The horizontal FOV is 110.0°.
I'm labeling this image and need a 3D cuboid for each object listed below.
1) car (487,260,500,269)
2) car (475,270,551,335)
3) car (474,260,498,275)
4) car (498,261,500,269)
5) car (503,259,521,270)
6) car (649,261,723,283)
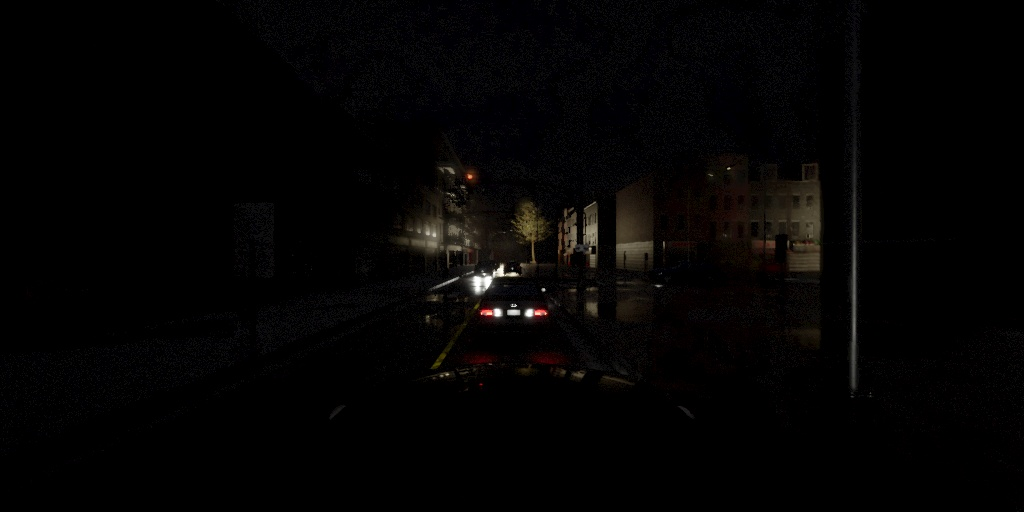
[{"bbox_3d":[-2.945,1.343,57.764,1.994,1.385,4.181,0,0,-1],"label":"car"},{"bbox_3d":[0.048,1.297,10.435,2.033,1.411,5.357,0,0,0],"label":"car"},{"bbox_3d":[-2.908,1.250,37.934,2.128,1.511,4.902,0,0,0],"label":"car"},{"bbox_3d":[-2.930,1.331,47.767,1.994,1.385,4.181,0,0,0],"label":"car"},{"bbox_3d":[0.034,1.325,41.000,1.994,1.385,4.181,0,0,0],"label":"car"},{"bbox_3d":[12.531,1.150,26.036,5.008,1.535,1.882,0,0,0],"label":"car"}]
